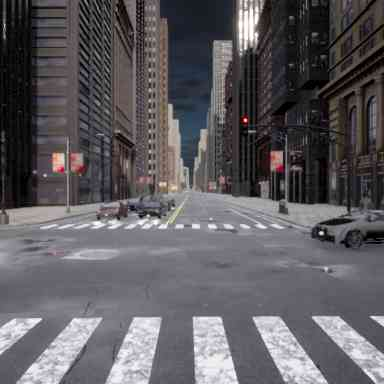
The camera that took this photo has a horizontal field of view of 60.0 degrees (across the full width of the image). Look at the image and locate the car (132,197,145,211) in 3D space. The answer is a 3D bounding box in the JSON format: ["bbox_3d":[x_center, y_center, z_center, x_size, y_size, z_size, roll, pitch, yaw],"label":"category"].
[{"bbox_3d":[-6.649,1.579,37.185,1.895,1.301,4.718,0,0,0],"label":"car"}]

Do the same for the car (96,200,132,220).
[{"bbox_3d":[-6.635,1.512,28.077,1.812,1.442,4.674,0,0,0],"label":"car"}]

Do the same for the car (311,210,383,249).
[{"bbox_3d":[7.125,1.445,13.683,4.181,1.385,1.994,-1,0,-11],"label":"car"}]

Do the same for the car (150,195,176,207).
[{"bbox_3d":[-3.398,1.468,39.250,2.128,1.511,4.902,0,0,0],"label":"car"}]

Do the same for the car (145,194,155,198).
[{"bbox_3d":[-6.662,1.473,47.425,1.837,1.490,4.892,0,0,0],"label":"car"}]

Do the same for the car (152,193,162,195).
[{"bbox_3d":[-6.607,1.170,62.273,2.150,2.045,5.566,0,0,0],"label":"car"}]

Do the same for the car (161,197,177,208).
[{"bbox_3d":[-3.420,1.513,49.802,2.033,1.411,5.357,0,0,0],"label":"car"}]

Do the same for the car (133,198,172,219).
[{"bbox_3d":[-3.362,1.533,29.511,2.033,1.411,5.357,0,0,4],"label":"car"}]
